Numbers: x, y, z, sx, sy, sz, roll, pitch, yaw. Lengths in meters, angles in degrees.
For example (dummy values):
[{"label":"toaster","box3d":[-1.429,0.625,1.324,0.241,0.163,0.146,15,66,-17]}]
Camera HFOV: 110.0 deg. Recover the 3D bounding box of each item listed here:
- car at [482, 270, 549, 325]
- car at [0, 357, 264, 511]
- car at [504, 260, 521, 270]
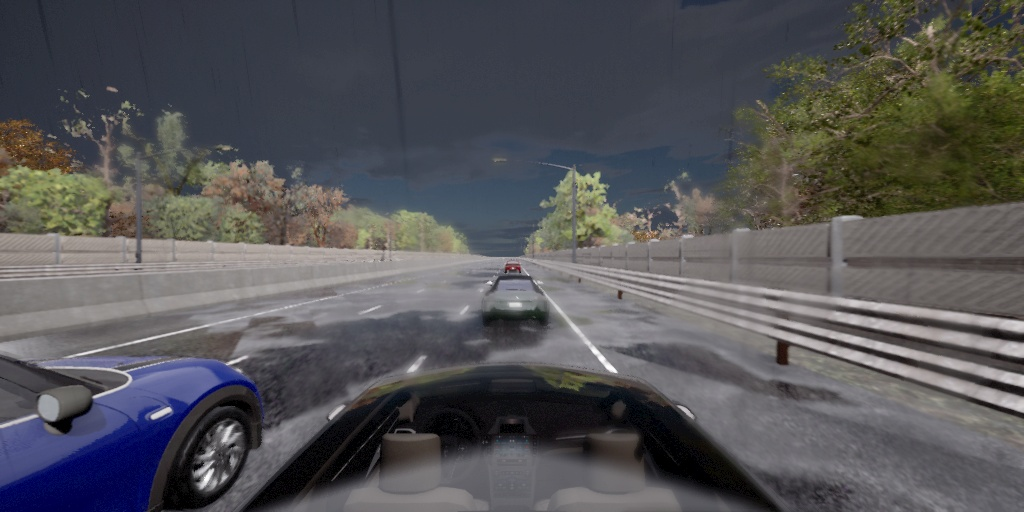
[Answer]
[{"label":"car","box3d":[0.101,1.316,11.853,1.994,1.385,4.181,0,0,0]},{"label":"car","box3d":[-3.400,1.103,1.514,2.097,1.767,4.553,0,0,0]},{"label":"car","box3d":[0.109,1.239,43.541,1.882,1.535,5.008,0,0,0]}]
